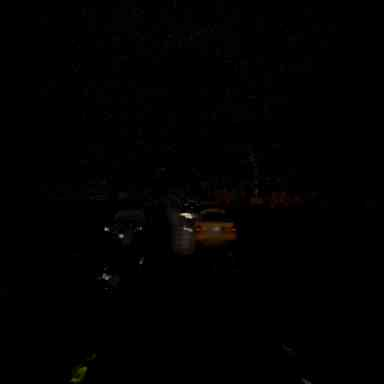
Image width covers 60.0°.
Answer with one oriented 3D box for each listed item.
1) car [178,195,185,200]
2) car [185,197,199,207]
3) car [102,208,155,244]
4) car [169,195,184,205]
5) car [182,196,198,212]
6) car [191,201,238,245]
[{"bbox_3d":[-2.789,1.506,90.172,1.895,1.301,4.718,0,0,0],"label":"car"},{"bbox_3d":[-0.017,1.513,50.129,1.994,1.385,4.181,0,0,0],"label":"car"},{"bbox_3d":[-2.857,1.508,15.786,1.812,1.442,4.674,0,0,0],"label":"car"},{"bbox_3d":[-2.824,1.489,57.543,2.033,1.411,5.357,0,0,1],"label":"car"},{"bbox_3d":[0.031,1.487,38.076,1.812,1.442,4.674,0,0,0],"label":"car"},{"bbox_3d":[0.956,1.439,15.390,1.801,1.575,5.366,0,0,0],"label":"car"}]
